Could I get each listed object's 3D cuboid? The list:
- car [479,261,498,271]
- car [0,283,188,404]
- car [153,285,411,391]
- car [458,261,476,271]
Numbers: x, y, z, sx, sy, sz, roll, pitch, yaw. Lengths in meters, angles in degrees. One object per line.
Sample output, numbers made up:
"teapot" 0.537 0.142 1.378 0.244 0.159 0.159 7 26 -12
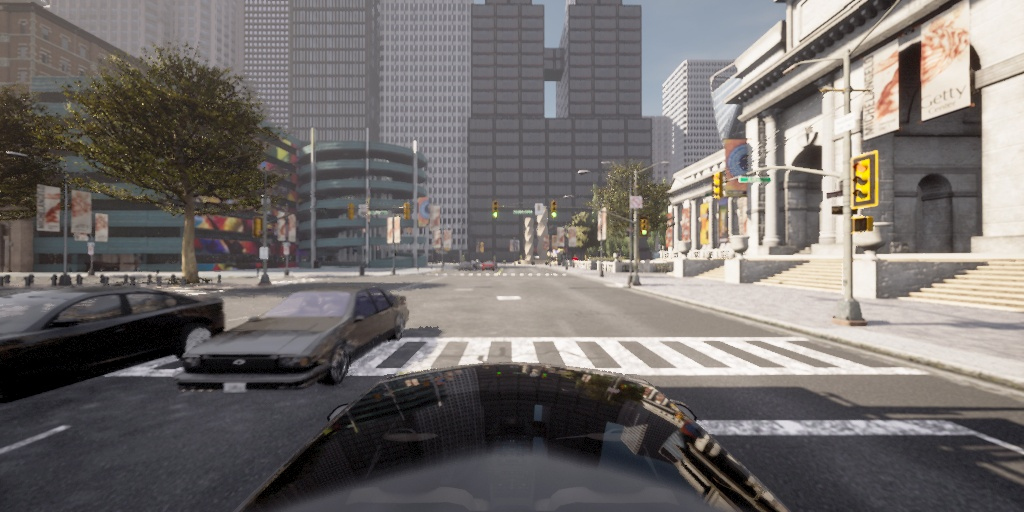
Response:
"car" -3.618 1.547 55.544 1.882 1.535 5.008 0 0 0
"car" -7.101 1.251 5.621 1.882 1.535 5.008 0 0 0
"car" -3.603 1.331 7.325 2.033 1.411 5.357 0 0 0
"car" -7.117 1.574 55.520 1.837 1.490 4.892 0 0 0
